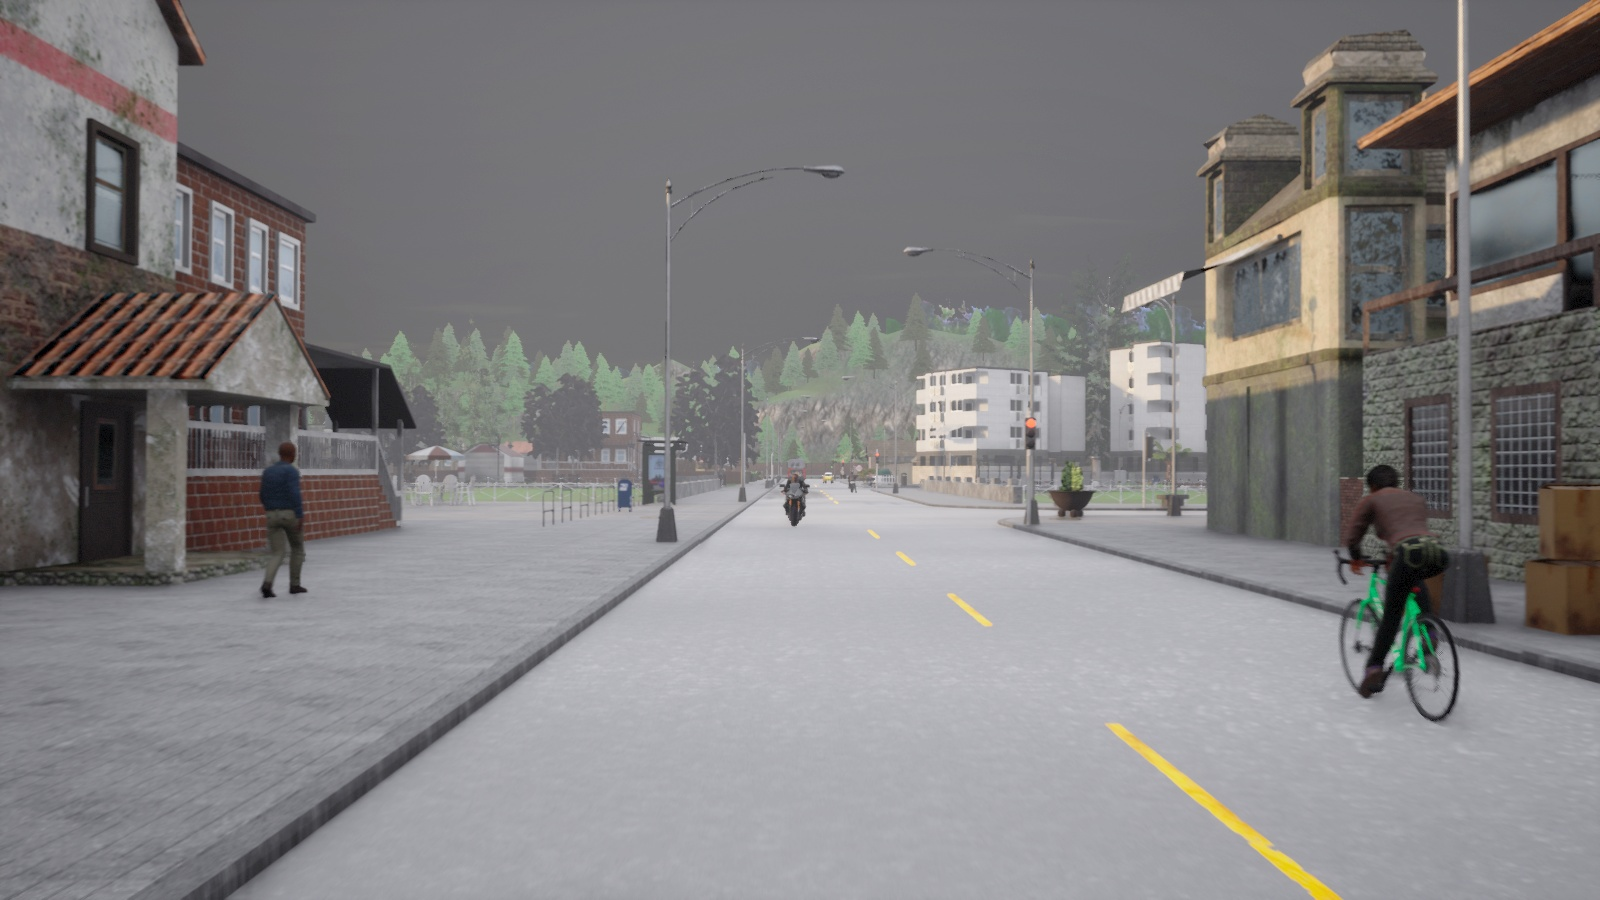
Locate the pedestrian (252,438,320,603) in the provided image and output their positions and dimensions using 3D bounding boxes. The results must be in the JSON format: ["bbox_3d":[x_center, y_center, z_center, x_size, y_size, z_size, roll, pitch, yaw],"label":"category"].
[{"bbox_3d":[-5.866,0.788,14.343,0.370,1.835,0.726,0,-1,11],"label":"pedestrian"}]

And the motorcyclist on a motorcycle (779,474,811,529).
[{"bbox_3d":[-0.137,1.452,35.924,0.866,1.530,2.191,0,-1,1],"label":"motorcyclist on a motorcycle"}]

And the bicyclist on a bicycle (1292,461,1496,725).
[{"bbox_3d":[3.978,0.895,8.555,0.582,1.620,1.656,0,-1,0],"label":"bicyclist on a bicycle"}]
